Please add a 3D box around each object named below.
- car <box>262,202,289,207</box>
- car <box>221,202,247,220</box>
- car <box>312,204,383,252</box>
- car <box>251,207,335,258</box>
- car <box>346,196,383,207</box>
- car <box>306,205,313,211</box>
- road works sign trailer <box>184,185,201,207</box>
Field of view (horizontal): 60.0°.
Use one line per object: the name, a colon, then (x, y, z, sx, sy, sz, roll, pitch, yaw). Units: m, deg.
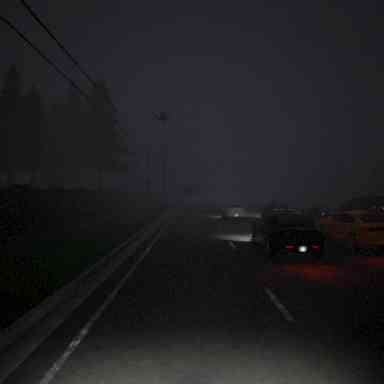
car: (7.037, 1.583, 27.941, 2.128, 1.511, 4.902, 0, 0, 1)
car: (3.543, 1.618, 28.616, 1.812, 1.442, 4.674, 0, 0, 1)
car: (7.050, 1.524, 14.119, 1.882, 1.535, 5.008, 0, 0, 0)
car: (3.540, 1.549, 12.967, 1.837, 1.490, 4.892, 0, 0, 1)
car: (14.025, 1.311, 26.843, 2.150, 2.045, 5.566, 0, 0, 0)
car: (10.530, 1.690, 27.326, 1.895, 1.301, 4.718, 0, 0, 1)
road works sign trailer: (-0.010, 0.637, 53.352, 2.380, 3.560, 2.880, 0, 0, 0)
